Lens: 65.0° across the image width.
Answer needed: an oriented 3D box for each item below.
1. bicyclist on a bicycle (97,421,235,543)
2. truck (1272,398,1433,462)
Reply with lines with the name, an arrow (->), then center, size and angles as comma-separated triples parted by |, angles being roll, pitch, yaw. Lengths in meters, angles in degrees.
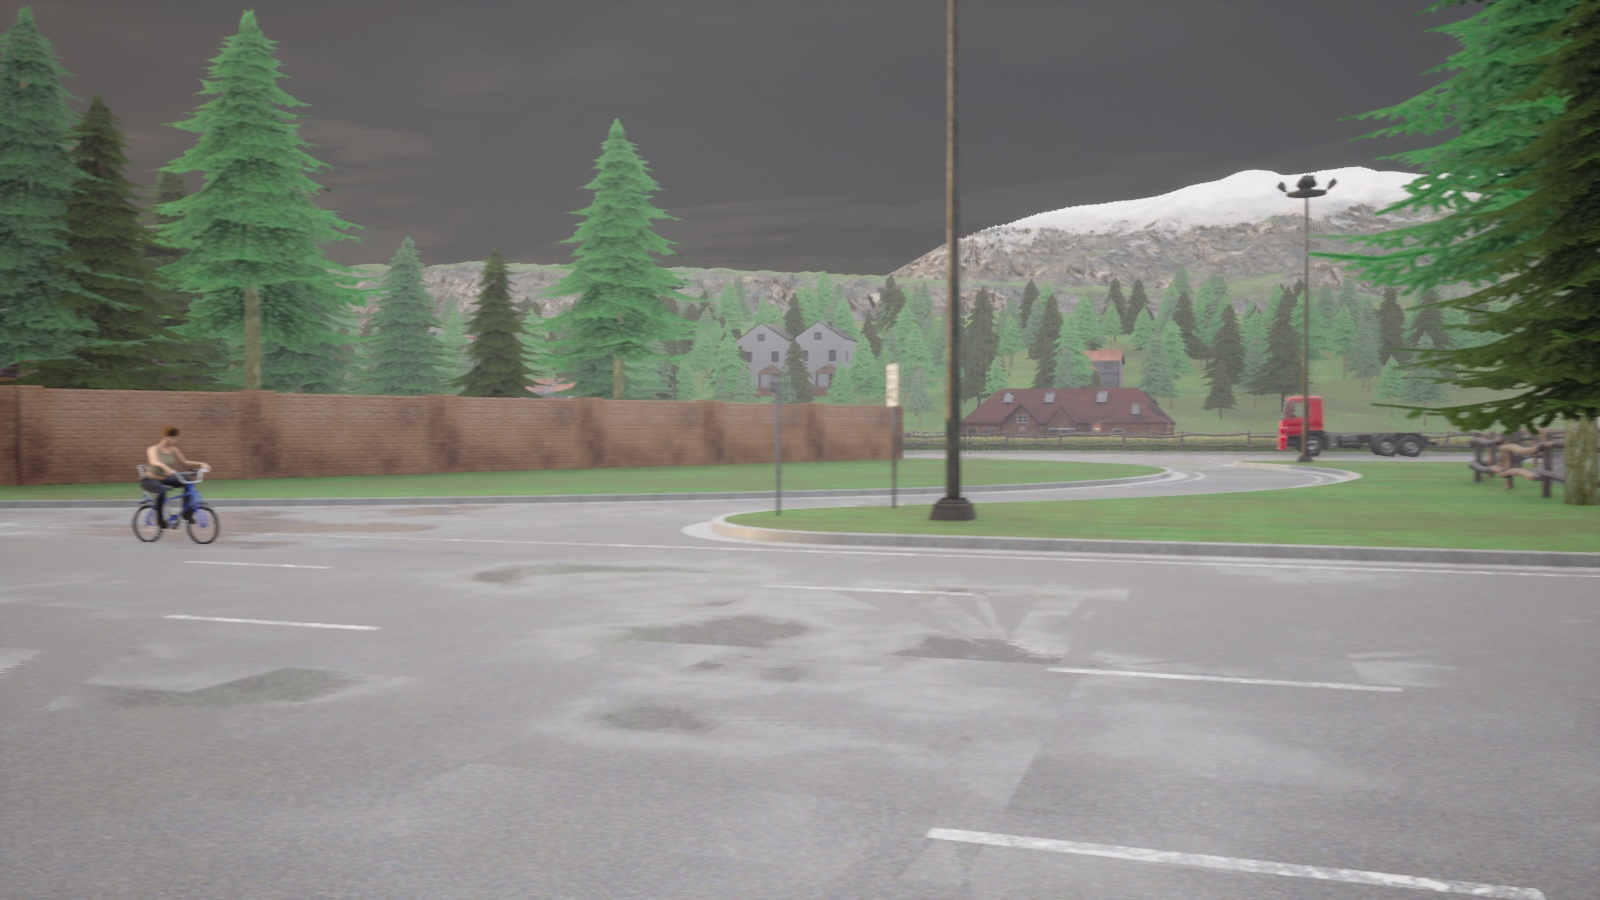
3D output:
bicyclist on a bicycle -> -8.670, 0.410, 17.191 | 1.509, 1.612, 0.866 | 1, 1, 19
truck -> 30.627, -1.142, 70.004 | 7.936, 3.462, 2.891 | 1, 1, 19
